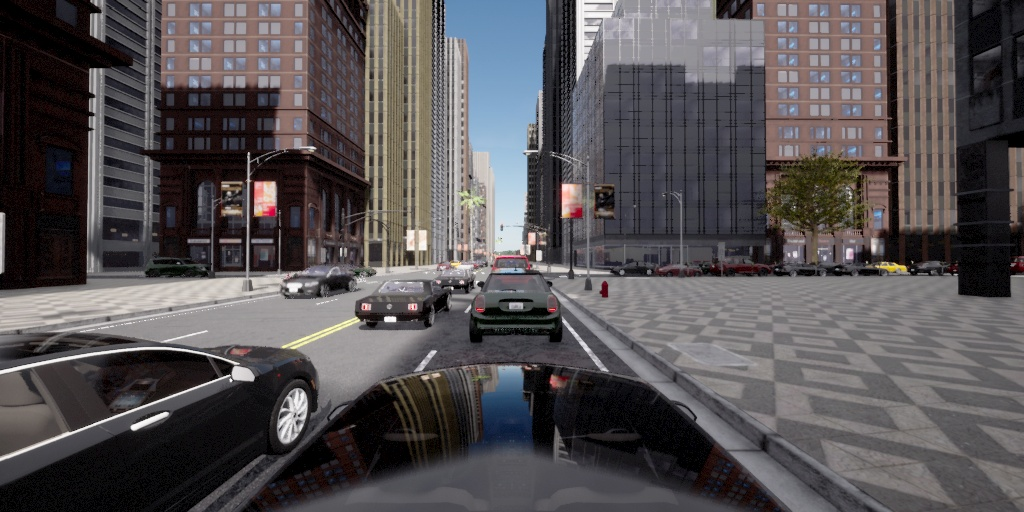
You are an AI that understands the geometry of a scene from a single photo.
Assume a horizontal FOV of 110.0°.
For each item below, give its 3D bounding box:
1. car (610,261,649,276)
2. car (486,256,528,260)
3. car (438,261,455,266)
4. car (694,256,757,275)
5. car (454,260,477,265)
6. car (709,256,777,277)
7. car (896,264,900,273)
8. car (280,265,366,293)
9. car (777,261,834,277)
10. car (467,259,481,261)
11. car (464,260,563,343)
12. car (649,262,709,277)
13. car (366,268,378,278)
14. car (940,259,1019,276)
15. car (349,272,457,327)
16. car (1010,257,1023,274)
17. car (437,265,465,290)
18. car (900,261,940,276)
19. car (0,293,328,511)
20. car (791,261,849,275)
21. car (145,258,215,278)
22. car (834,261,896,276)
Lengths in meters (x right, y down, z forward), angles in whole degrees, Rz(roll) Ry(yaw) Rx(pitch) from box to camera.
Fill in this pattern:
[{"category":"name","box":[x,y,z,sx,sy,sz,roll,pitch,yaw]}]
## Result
[{"category":"car","box":[13.038,1.332,38.647,4.892,1.490,1.837,0,-1,-1]},{"category":"car","box":[-0.033,1.006,19.415,2.150,2.045,5.566,0,0,0]},{"category":"car","box":[-9.932,1.512,53.114,1.812,1.442,4.674,0,0,-3]},{"category":"car","box":[23.078,1.016,38.831,5.566,2.045,2.150,0,-1,-2]},{"category":"car","box":[-6.687,1.579,51.859,1.895,1.301,4.718,0,0,0]},{"category":"car","box":[20.899,1.046,33.007,5.009,1.841,2.192,0,0,-1]},{"category":"car","box":[43.137,1.302,41.918,4.829,1.417,1.751,0,0,-1]},{"category":"car","box":[-9.827,1.273,18.612,2.128,1.511,4.902,0,0,0]},{"category":"car","box":[26.536,1.281,33.105,4.313,1.339,1.948,0,0,-1]},{"category":"car","box":[-6.682,1.644,61.023,1.895,1.301,4.718,0,0,0]},{"category":"car","box":[0.082,1.110,9.895,2.097,1.767,4.553,0,0,0]},{"category":"car","box":[15.260,1.332,32.910,4.207,1.307,1.802,0,0,-1]},{"category":"car","box":[-15.675,1.499,34.891,4.718,1.301,1.895,0,-1,0]},{"category":"car","box":[43.448,1.219,33.398,4.507,1.381,1.888,0,0,-1]},{"category":"car","box":[-3.166,1.363,11.543,1.895,1.301,4.718,0,0,0]},{"category":"car","box":[49.087,0.978,33.495,5.009,1.841,2.192,0,0,-1]},{"category":"car","box":[-3.186,1.391,20.711,1.895,1.301,4.718,0,0,0]},{"category":"car","box":[42.529,1.233,36.014,4.674,1.442,1.812,0,-1,-1]},{"category":"car","box":[-3.151,1.255,2.222,1.837,1.490,4.892,0,0,0]},{"category":"car","box":[33.436,1.291,38.994,4.674,1.442,1.812,0,-1,-1]},{"category":"car","box":[-32.214,1.198,34.837,5.566,2.045,2.150,0,-1,0]},{"category":"car","box":[32.173,1.265,33.202,4.313,1.339,1.948,0,0,-1]}]
